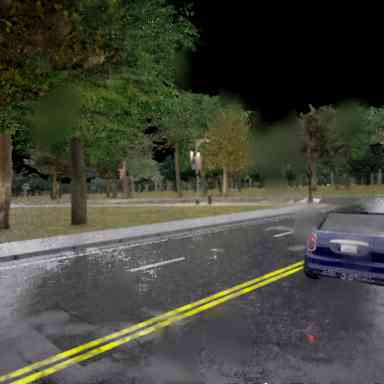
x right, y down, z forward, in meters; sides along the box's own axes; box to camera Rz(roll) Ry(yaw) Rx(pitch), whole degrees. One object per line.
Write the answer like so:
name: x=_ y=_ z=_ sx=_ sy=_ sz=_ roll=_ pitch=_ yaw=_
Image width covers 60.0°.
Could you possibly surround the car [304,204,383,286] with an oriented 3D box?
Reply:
car: x=4.599 y=1.073 z=8.201 sx=2.097 sy=1.767 sz=4.553 roll=-1 pitch=2 yaw=44
